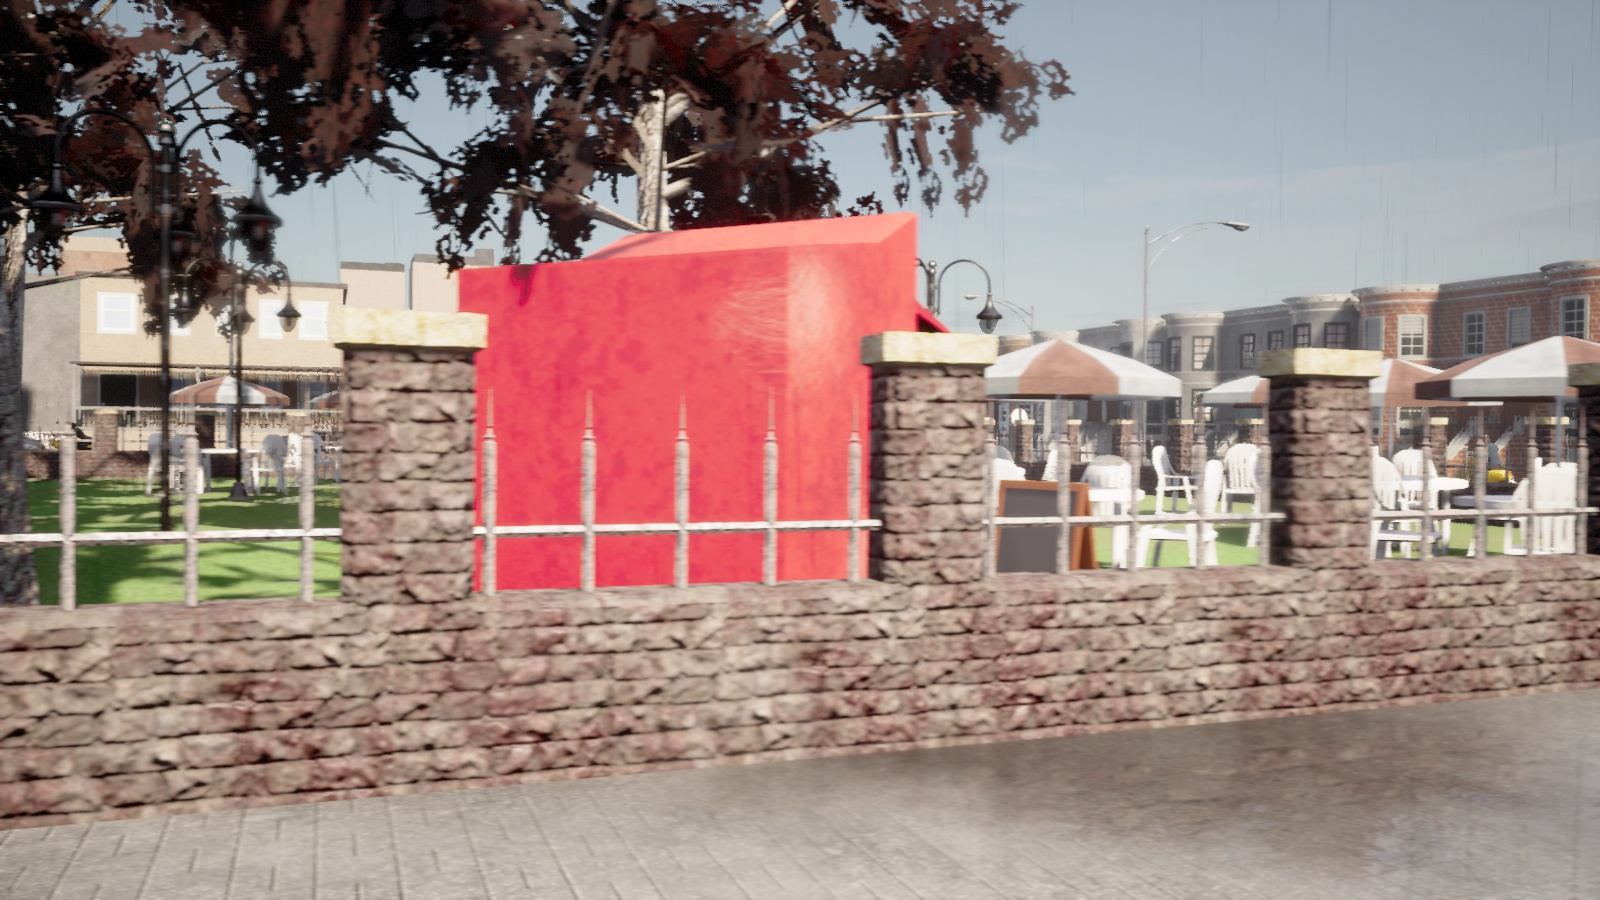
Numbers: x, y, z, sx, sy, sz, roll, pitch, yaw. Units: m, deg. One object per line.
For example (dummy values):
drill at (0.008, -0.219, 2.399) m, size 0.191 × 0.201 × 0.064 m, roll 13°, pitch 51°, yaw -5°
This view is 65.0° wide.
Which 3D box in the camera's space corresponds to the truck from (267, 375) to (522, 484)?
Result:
truck at (-13.710, -0.730, 42.678) m, size 7.936 × 3.462 × 2.891 m, roll -1°, pitch 1°, yaw -21°

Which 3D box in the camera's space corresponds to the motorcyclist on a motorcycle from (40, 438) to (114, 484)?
motorcyclist on a motorcycle at (-24.641, 0.350, 42.834) m, size 2.044 × 1.523 × 0.797 m, roll -1°, pitch 1°, yaw -21°

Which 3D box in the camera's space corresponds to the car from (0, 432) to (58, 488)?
car at (-25.466, 0.294, 38.244) m, size 4.611 × 1.667 × 2.242 m, roll -1°, pitch 1°, yaw -21°

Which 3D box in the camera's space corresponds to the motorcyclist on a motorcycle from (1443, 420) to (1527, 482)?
motorcyclist on a motorcycle at (18.033, 0.018, 33.102) m, size 0.866 × 1.590 × 1.817 m, roll -1°, pitch 1°, yaw -21°
